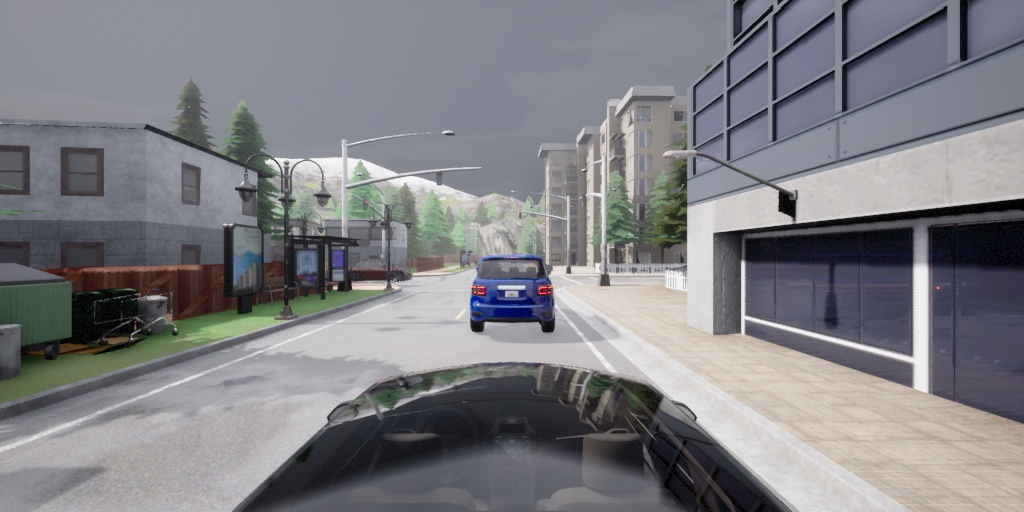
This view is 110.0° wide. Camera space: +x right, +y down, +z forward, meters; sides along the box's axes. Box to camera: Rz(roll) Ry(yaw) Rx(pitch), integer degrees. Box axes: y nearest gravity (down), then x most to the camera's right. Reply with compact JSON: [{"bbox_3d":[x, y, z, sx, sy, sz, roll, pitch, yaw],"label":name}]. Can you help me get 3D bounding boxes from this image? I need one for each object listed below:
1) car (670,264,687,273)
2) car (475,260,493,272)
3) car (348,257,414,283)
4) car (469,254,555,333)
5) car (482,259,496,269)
[{"bbox_3d":[16.500,1.270,31.858,4.892,1.490,1.837,0,0,-2],"label":"car"},{"bbox_3d":[-3.599,1.297,47.279,2.033,1.411,5.357,0,0,0],"label":"car"},{"bbox_3d":[-9.860,1.082,26.891,4.553,1.767,2.097,0,0,-9],"label":"car"},{"bbox_3d":[0.050,0.971,10.939,2.150,2.045,5.566,0,0,1],"label":"car"},{"bbox_3d":[-3.592,1.227,57.732,1.882,1.535,5.008,0,0,0],"label":"car"}]
